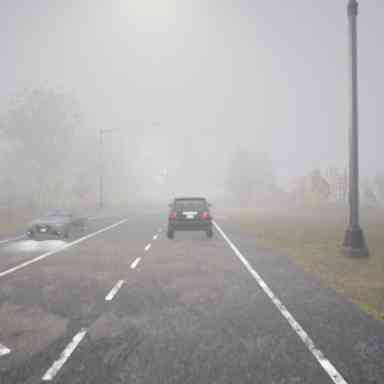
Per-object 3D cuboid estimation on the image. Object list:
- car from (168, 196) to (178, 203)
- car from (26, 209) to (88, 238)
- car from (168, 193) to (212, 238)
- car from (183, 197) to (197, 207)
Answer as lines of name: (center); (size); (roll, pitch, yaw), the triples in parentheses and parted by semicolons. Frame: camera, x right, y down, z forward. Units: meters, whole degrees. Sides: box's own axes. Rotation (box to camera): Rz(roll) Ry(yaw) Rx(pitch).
car: (-3.922, 1.566, 69.637); (1.895, 1.301, 4.718); (0, 0, 0)
car: (-7.084, 1.619, 17.852); (1.994, 1.385, 4.181); (0, 0, 0)
car: (-0.102, 1.226, 17.999); (2.150, 2.045, 5.566); (0, 0, 0)
car: (-0.317, 1.519, 53.128); (2.033, 1.411, 5.357); (0, 0, 0)
